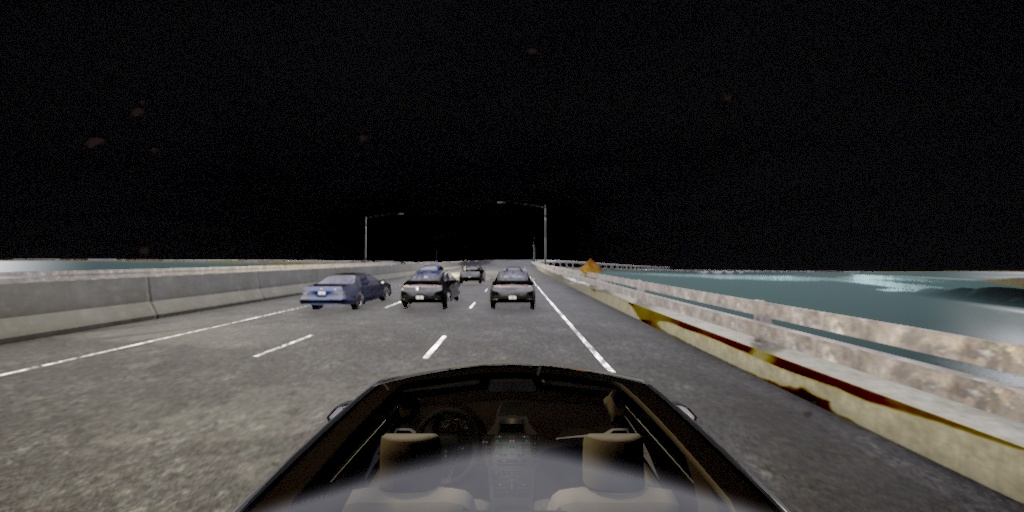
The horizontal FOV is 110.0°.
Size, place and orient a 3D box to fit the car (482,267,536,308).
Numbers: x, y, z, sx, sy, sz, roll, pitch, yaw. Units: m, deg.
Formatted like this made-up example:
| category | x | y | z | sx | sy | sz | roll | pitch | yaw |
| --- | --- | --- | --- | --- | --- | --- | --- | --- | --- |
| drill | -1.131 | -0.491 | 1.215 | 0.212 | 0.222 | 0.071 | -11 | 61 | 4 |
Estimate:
| category | x | y | z | sx | sy | sz | roll | pitch | yaw |
| --- | --- | --- | --- | --- | --- | --- | --- | --- | --- |
| car | 0.044 | 1.381 | 15.920 | 2.128 | 1.511 | 4.902 | 0 | 0 | 0 |

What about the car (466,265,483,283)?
| category | x | y | z | sx | sy | sz | roll | pitch | yaw |
| --- | --- | --- | --- | --- | --- | --- | --- | --- | --- |
| car | -3.334 | 1.524 | 30.890 | 2.128 | 1.511 | 4.902 | 0 | 0 | 1 |

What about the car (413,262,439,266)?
| category | x | y | z | sx | sy | sz | roll | pitch | yaw |
| --- | --- | --- | --- | --- | --- | --- | --- | --- | --- |
| car | -6.830 | 1.511 | 31.106 | 1.882 | 1.535 | 5.008 | 0 | 0 | 1 |

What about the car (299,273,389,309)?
| category | x | y | z | sx | sy | sz | roll | pitch | yaw |
| --- | --- | --- | --- | --- | --- | --- | --- | --- | --- |
| car | -6.962 | 1.433 | 15.654 | 2.033 | 1.411 | 5.357 | 0 | -1 | 0 |

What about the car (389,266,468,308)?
| category | x | y | z | sx | sy | sz | roll | pitch | yaw |
| --- | --- | --- | --- | --- | --- | --- | --- | --- | --- |
| car | -3.456 | 1.381 | 15.940 | 2.128 | 1.511 | 4.902 | 0 | 0 | 1 |

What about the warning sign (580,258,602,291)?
| category | x | y | z | sx | sy | sz | roll | pitch | yaw |
| --- | --- | --- | --- | --- | --- | --- | --- | --- | --- |
| warning sign | 4.620 | 1.051 | 20.897 | 1.300 | 1.860 | 1.060 | 0 | 0 | 0 |
